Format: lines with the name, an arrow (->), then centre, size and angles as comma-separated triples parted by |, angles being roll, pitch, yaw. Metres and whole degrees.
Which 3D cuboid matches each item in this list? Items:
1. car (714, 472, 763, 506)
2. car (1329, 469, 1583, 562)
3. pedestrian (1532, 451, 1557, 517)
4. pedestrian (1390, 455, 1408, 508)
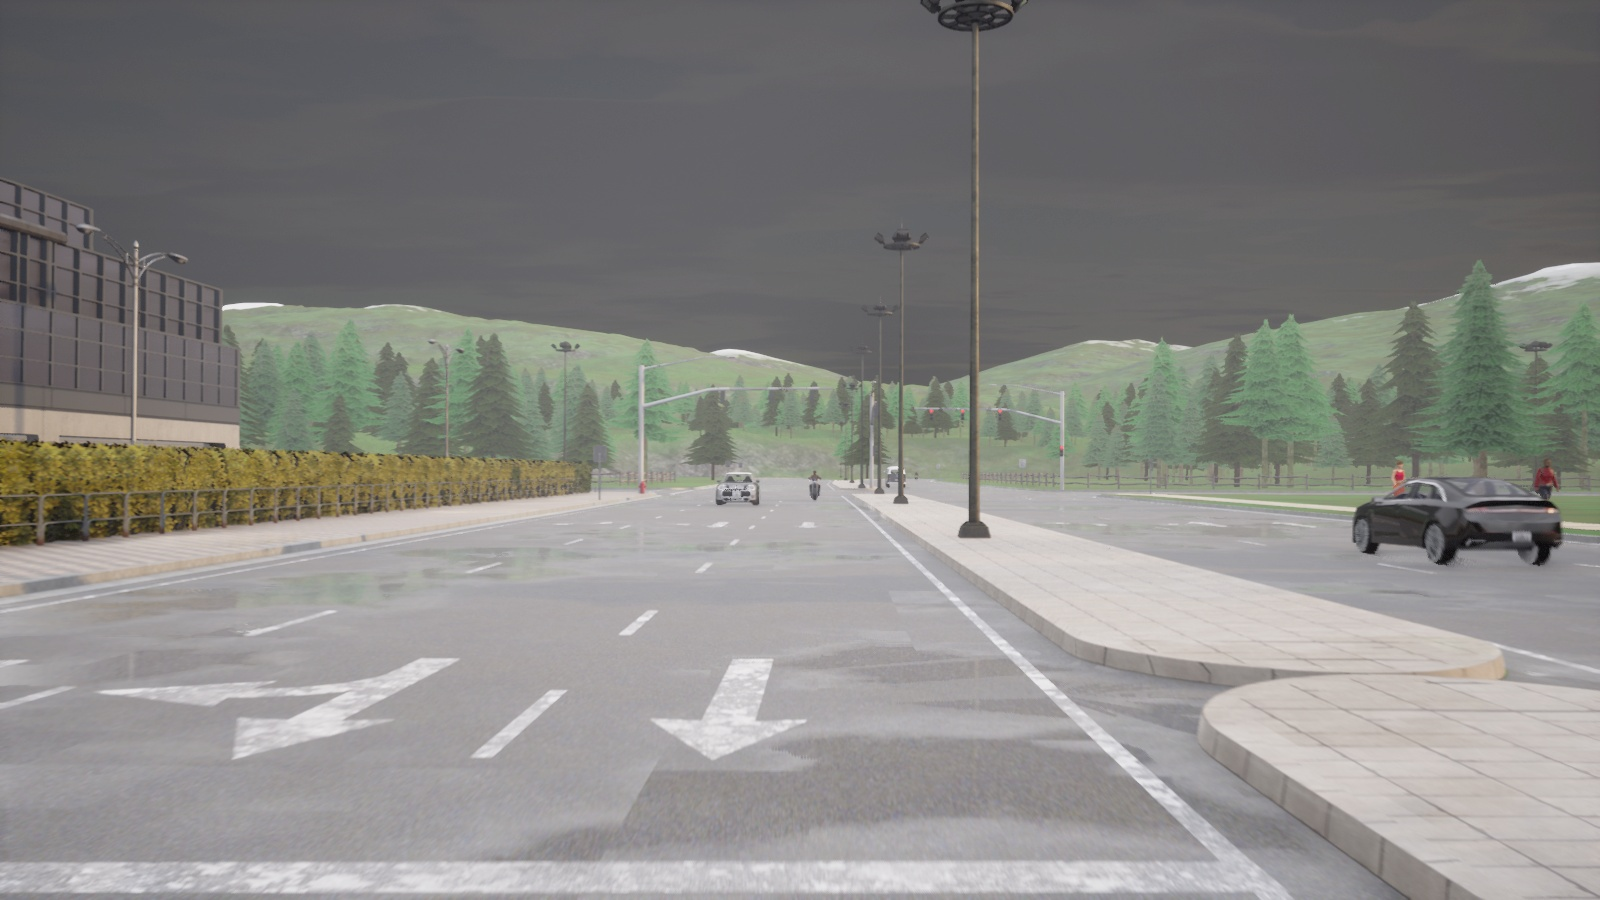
car -> -2.761, 1.745, 57.141 | 1.970, 1.475, 3.806 | 0, -1, 0
car -> 11.768, 1.108, 22.996 | 2.128, 1.511, 4.902 | 0, -1, 1
pedestrian -> 21.341, 0.971, 35.989 | 0.331, 1.846, 0.636 | 0, -1, 2
pedestrian -> 21.007, 1.106, 44.046 | 0.345, 1.836, 0.594 | 0, -1, 2
